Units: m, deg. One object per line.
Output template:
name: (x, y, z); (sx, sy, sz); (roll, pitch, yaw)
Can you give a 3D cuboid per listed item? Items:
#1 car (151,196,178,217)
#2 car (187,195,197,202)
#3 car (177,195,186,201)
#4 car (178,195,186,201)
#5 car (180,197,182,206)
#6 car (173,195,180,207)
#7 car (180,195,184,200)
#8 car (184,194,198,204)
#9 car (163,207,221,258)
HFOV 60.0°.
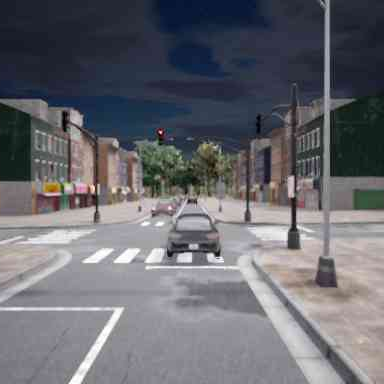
car: (-2.642, 1.431, 30.859); (1.967, 1.590, 4.097); (-1, 0, 0)
car: (0.012, 1.397, 71.445); (2.033, 1.411, 5.357); (0, 0, 0)
car: (-2.632, 1.594, 85.206); (2.008, 1.369, 4.403); (-1, 0, 0)
car: (-2.631, 1.618, 90.641); (1.947, 1.339, 4.313); (-1, 0, 0)
car: (-2.639, 1.562, 41.728); (1.947, 1.339, 4.313); (-1, 0, 0)
car: (-2.641, 1.433, 36.293); (1.967, 1.590, 4.097); (-1, 0, 0)
car: (-2.638, 1.549, 52.597); (1.887, 1.381, 4.507); (-1, 0, 0)
car: (0.062, 1.492, 61.622); (1.882, 1.535, 5.008); (0, 0, 0)
car: (0.070, 1.518, 12.579); (1.812, 1.442, 4.674); (0, 0, 0)
